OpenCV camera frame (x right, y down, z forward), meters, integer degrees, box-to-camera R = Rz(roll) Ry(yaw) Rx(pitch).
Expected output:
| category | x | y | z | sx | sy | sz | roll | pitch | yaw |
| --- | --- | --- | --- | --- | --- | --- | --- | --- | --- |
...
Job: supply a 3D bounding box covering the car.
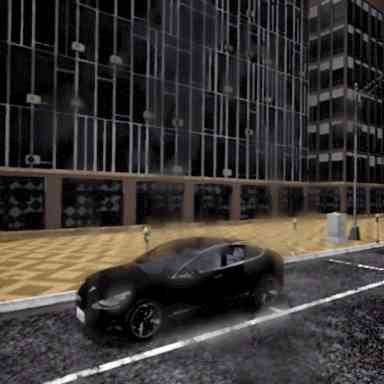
| category | x | y | z | sx | sy | sz | roll | pitch | yaw |
| --- | --- | --- | --- | --- | --- | --- | --- | --- | --- |
| car | 0.009 | 1.606 | 6.558 | 4.313 | 1.339 | 1.947 | 1 | 0 | -35 |
